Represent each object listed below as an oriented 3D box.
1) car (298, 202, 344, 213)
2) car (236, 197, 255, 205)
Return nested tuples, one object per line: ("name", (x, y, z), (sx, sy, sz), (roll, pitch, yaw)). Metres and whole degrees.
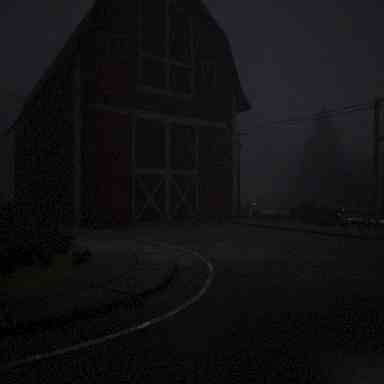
("car", (11.348, 1.628, 30.258), (1.895, 1.301, 4.718), (0, 0, -34))
("car", (5.397, 1.379, 38.935), (2.097, 1.767, 4.553), (0, 0, -34))
